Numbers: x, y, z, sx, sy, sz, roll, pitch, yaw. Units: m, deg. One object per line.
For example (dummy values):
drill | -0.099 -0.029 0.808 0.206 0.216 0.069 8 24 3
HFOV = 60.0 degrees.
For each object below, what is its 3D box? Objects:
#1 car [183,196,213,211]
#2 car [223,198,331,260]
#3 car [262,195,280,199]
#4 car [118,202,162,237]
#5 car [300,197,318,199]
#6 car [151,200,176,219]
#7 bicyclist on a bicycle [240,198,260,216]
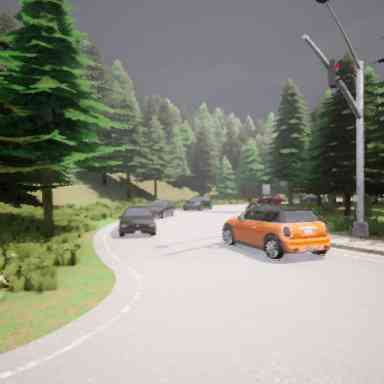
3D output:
car | 0.735 1.219 37.905 2.097 1.767 4.553 0 0 25
car | 2.940 1.295 12.624 2.097 1.767 4.553 -1 0 -22
car | 11.539 1.226 48.147 1.882 1.535 5.008 0 0 43
car | -2.984 1.512 18.380 2.033 1.411 5.357 0 0 -9
car | 19.835 1.189 54.447 4.674 1.442 1.812 -1 0 -20
car | -2.741 1.433 28.245 1.837 1.490 4.892 0 0 13
bicyclist on a bicycle | 4.040 1.198 22.293 1.656 1.620 0.582 -1 0 -3
